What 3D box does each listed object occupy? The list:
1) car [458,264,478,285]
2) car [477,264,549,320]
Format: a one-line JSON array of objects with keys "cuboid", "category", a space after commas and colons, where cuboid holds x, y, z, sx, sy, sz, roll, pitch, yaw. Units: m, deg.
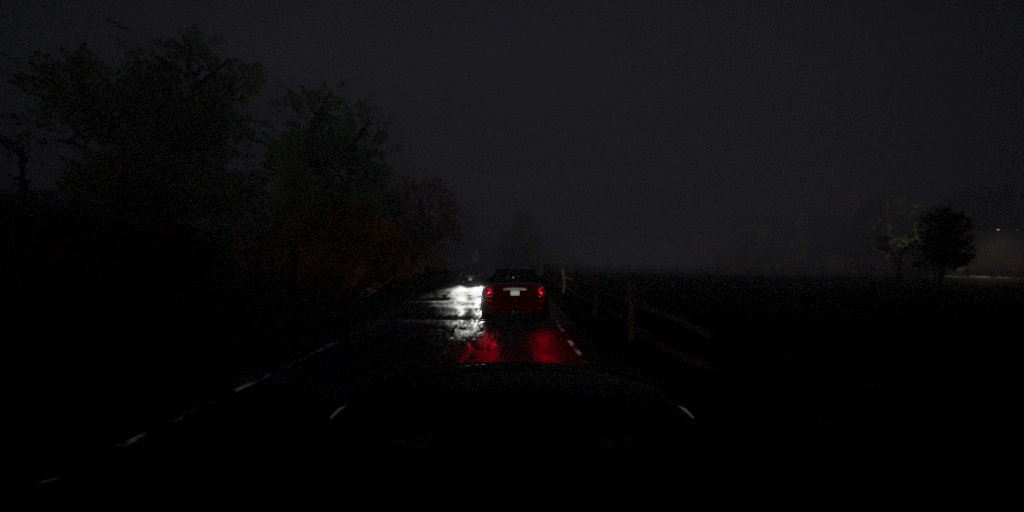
[{"cuboid": [-2.843, 1.334, 26.968, 2.128, 1.511, 4.902, 0, 0, 0], "category": "car"}, {"cuboid": [0.097, 1.144, 12.914, 2.097, 1.767, 4.553, 0, 0, 0], "category": "car"}]
